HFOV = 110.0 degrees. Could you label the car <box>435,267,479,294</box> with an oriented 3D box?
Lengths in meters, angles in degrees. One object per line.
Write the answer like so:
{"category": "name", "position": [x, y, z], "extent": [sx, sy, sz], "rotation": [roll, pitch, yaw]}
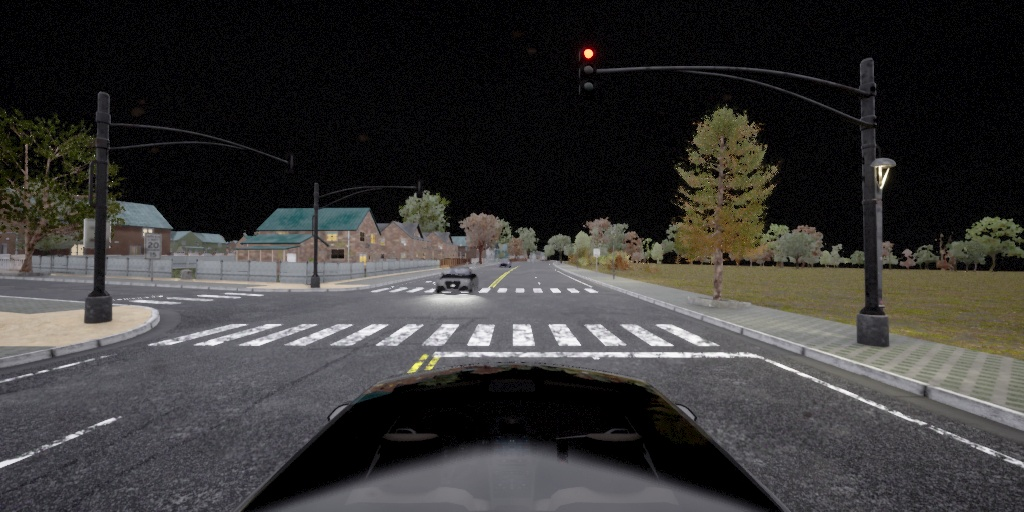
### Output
{"category": "car", "position": [-3.012, 1.336, 20.466], "extent": [1.994, 1.385, 4.181], "rotation": [0, 0, 1]}

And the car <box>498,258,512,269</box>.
{"category": "car", "position": [-1.219, 1.174, 60.800], "extent": [2.097, 1.767, 4.553], "rotation": [0, 0, 4]}
